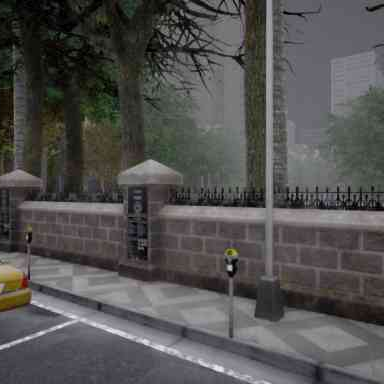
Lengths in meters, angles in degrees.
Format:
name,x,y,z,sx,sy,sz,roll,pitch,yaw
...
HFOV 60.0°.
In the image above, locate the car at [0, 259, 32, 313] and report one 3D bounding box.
name,x,y,z,sx,sy,sz,roll,pitch,yaw
car,-5.071,1.526,6.555,4.829,1.417,1.752,0,0,35
